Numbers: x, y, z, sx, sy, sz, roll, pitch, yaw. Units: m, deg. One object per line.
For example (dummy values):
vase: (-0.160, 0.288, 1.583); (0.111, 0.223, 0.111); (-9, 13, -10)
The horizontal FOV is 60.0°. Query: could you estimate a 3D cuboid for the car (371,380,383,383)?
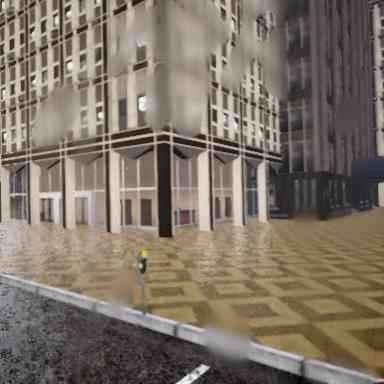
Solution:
car: (2.709, 1.532, 0.924); (4.507, 1.381, 1.887); (-1, -1, 35)
